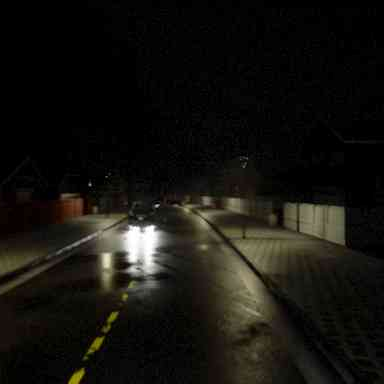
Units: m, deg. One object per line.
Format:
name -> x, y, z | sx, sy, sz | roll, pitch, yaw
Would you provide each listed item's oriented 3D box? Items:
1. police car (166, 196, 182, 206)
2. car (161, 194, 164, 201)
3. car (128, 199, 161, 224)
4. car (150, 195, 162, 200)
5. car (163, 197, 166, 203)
police car -> -2.980, 1.597, 58.976 | 1.930, 1.638, 5.238 | 0, 0, -7
car -> -5.257, 1.633, 74.750 | 2.097, 1.767, 4.553 | 0, 0, -9
car -> -3.598, 1.533, 24.897 | 2.128, 1.511, 4.902 | 0, 0, -3
car -> -7.547, 1.773, 66.022 | 2.033, 1.411, 5.357 | 0, 0, -8
car -> -4.337, 1.715, 68.820 | 1.882, 1.535, 5.008 | 0, 0, -8
